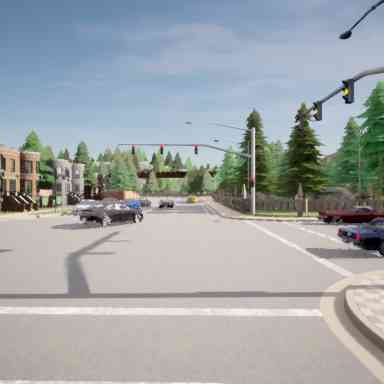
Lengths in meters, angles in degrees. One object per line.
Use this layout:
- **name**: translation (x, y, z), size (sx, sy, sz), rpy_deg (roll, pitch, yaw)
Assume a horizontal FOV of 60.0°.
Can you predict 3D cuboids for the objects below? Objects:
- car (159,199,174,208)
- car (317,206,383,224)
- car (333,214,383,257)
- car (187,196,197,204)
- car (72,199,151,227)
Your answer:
- **car**: translation (-3.475, 1.601, 46.819), size (1.895, 1.301, 4.718), rpy_deg (0, 0, 0)
- **car**: translation (11.149, 1.601, 22.840), size (4.718, 1.301, 1.895), rpy_deg (0, 0, 2)
- **car**: translation (8.006, 1.601, 12.106), size (4.718, 1.301, 1.895), rpy_deg (0, 0, 0)
- **car**: translation (-0.012, 1.477, 64.859), size (1.882, 1.535, 5.008), rpy_deg (0, 0, 0)
- **car**: translation (-5.421, 1.491, 22.795), size (2.128, 1.511, 4.902), rpy_deg (0, 0, 33)
